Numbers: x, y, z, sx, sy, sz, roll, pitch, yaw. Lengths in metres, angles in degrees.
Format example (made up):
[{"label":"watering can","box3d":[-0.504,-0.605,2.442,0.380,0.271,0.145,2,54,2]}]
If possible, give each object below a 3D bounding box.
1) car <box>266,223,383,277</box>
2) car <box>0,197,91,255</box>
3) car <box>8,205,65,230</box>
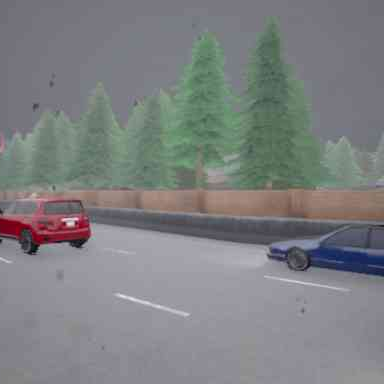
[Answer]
[{"label":"car","box3d":[4.845,1.589,9.173,5.357,1.411,2.033,0,0,36]},{"label":"car","box3d":[-6.402,1.240,13.730,5.566,2.045,2.150,0,0,41]},{"label":"car","box3d":[-10.523,1.630,22.281,4.718,1.301,1.895,0,0,44]}]
